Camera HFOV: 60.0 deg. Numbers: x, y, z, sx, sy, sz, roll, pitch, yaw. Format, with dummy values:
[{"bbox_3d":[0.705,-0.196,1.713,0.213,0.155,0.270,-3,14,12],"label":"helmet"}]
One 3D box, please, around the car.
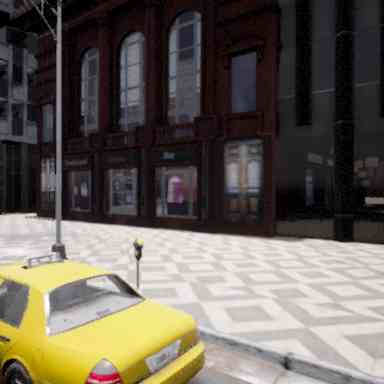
[{"bbox_3d":[-2.149,1.514,4.491,4.829,1.417,1.752,0,0,35],"label":"car"}]
